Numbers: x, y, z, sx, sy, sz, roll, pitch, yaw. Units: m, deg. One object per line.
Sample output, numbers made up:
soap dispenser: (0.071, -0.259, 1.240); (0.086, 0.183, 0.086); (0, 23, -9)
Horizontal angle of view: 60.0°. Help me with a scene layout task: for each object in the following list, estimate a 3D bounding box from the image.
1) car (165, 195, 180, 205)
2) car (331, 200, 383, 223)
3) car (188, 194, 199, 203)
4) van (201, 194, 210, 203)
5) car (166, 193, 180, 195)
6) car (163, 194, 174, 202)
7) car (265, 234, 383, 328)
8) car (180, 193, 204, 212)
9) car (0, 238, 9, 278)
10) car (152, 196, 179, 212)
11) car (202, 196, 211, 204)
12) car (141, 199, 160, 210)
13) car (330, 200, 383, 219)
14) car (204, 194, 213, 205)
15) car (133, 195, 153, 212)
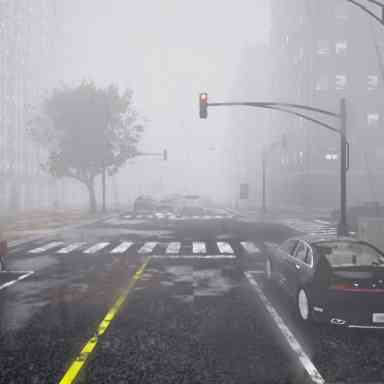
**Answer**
car: (-2.965, 1.578, 49.053); (2.033, 1.411, 5.357); (0, 0, 0)
car: (12.182, 1.381, 23.610); (4.181, 1.385, 1.994); (-1, 0, -3)
car: (0.293, 1.407, 68.995); (2.097, 1.767, 4.553); (0, 0, 0)
van: (2.889, 1.402, 72.430); (1.690, 1.788, 3.998); (0, 0, 0)
car: (-2.887, 1.264, 59.696); (2.150, 2.045, 5.566); (0, 0, 3)
car: (-5.476, 1.386, 77.976); (2.192, 1.841, 5.009); (0, 0, 0)
car: (2.707, 1.551, 6.904); (2.008, 1.369, 4.403); (0, 0, 0)
car: (0.088, 1.244, 39.654); (2.150, 2.045, 5.566); (0, 0, 2)
car: (-5.673, 1.545, 6.928); (1.887, 1.381, 4.507); (0, 0, 0)
car: (-2.995, 1.568, 38.600); (2.033, 1.411, 5.357); (0, 0, 0)
car: (2.875, 1.578, 67.076); (1.752, 1.417, 4.829); (0, 0, 0)
car: (-5.568, 1.592, 44.839); (1.947, 1.339, 4.313); (0, 0, 0)
car: (13.497, 1.350, 26.280); (4.403, 1.369, 2.008); (-1, 1, 0)
car: (2.859, 1.611, 61.384); (1.947, 1.339, 4.313); (0, 0, 0)
car: (-5.584, 1.336, 39.316); (2.192, 1.841, 5.009); (0, 0, 0)
